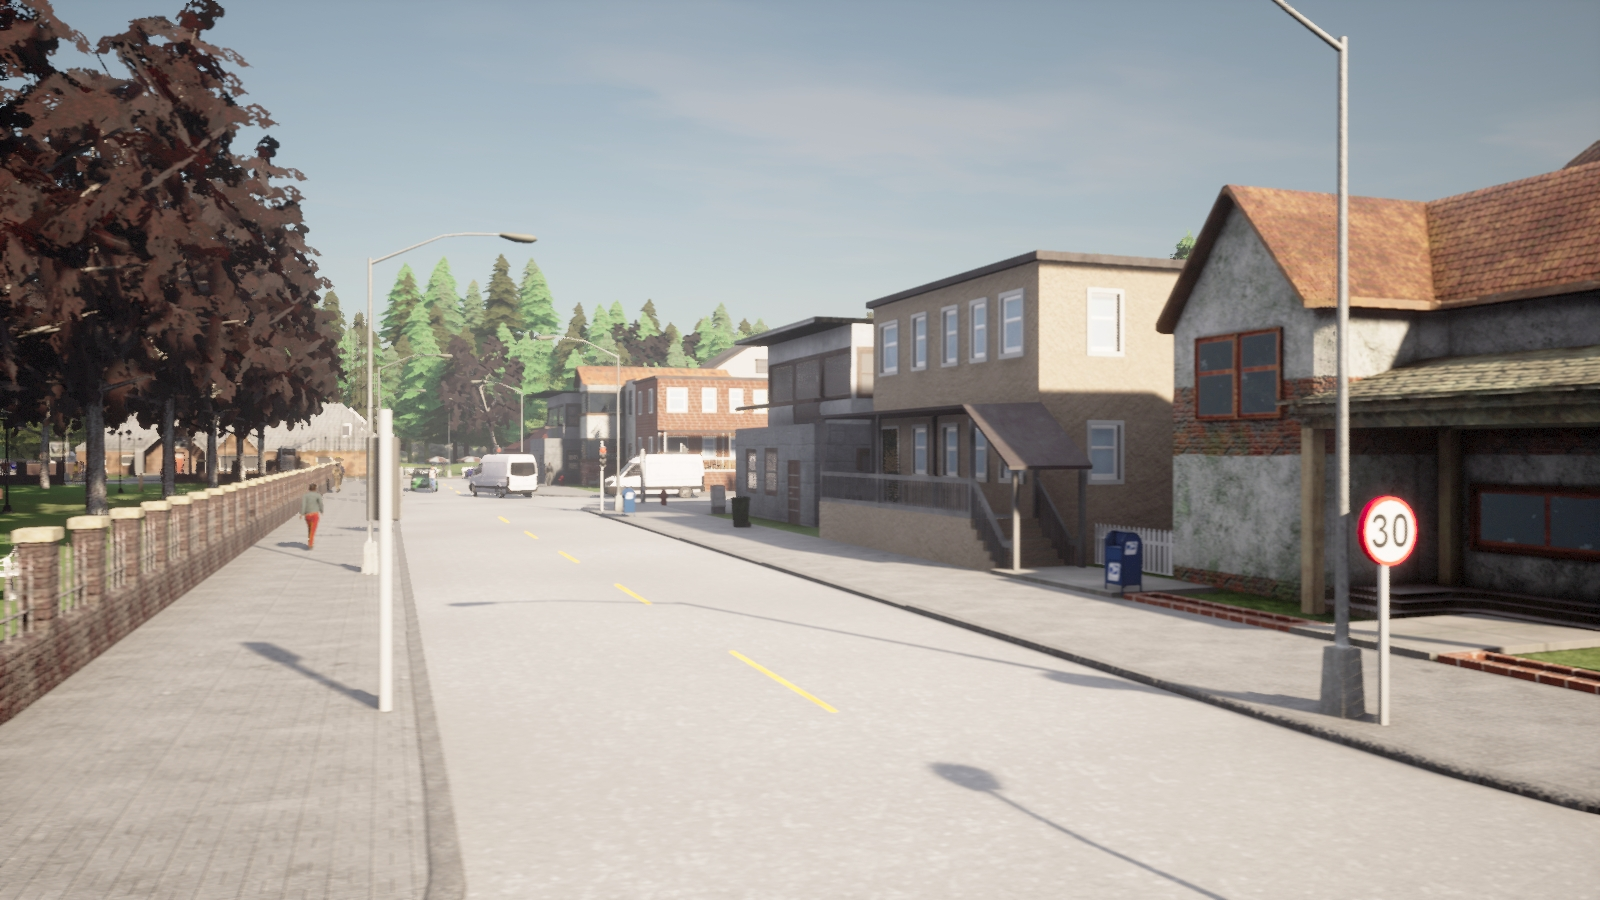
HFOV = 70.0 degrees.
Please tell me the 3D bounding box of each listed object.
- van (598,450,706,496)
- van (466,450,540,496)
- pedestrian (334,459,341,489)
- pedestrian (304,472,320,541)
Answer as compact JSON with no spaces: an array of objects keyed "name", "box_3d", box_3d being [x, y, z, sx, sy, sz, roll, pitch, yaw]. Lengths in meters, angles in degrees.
[{"name":"van","box_3d":[-8.587,1.316,66.346,5.915,2.561,1.988,0,0,-19]},{"name":"van","box_3d":[-17.833,1.315,68.313,1.988,2.561,5.915,0,0,-39]},{"name":"pedestrian","box_3d":[-29.448,1.525,72.715,0.375,1.860,0.375,0,0,-20]},{"name":"pedestrian","box_3d":[-13.207,1.525,30.913,0.375,1.860,0.375,0,0,-18]}]
